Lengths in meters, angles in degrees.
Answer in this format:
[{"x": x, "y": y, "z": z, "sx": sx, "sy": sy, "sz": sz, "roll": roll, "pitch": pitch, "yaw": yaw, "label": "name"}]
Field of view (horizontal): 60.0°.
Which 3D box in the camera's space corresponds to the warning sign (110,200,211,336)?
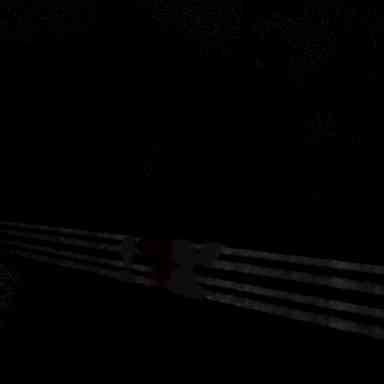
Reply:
[{"x": -0.486, "y": 1.085, "z": 5.497, "sx": 1.060, "sy": 1.860, "sz": 1.300, "roll": 1, "pitch": 0, "yaw": 35, "label": "warning sign"}]
